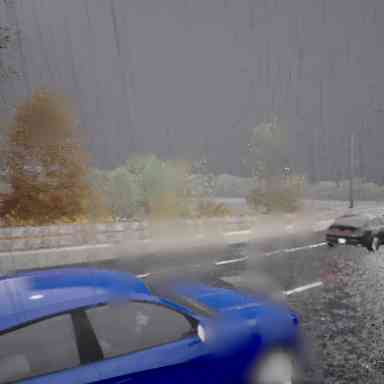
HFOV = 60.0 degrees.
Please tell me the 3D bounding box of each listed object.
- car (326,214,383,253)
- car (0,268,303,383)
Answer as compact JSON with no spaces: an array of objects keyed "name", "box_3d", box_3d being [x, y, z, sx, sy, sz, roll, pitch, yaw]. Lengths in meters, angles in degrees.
[{"name":"car","box_3d":[7.828,1.758,15.120,4.892,1.490,1.837,1,-1,-43]},{"name":"car","box_3d":[-0.984,1.517,3.190,5.008,1.535,1.882,1,-1,-36]}]
